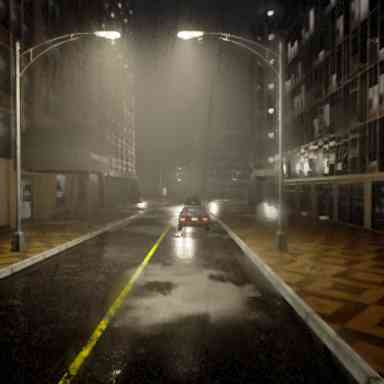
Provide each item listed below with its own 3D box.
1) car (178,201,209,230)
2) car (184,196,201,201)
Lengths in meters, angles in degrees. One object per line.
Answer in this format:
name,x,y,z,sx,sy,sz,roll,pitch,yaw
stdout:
car,0.102,1.538,20.785,2.033,1.411,5.357,0,0,0
car,0.104,1.343,42.032,2.097,1.767,4.553,0,0,0
